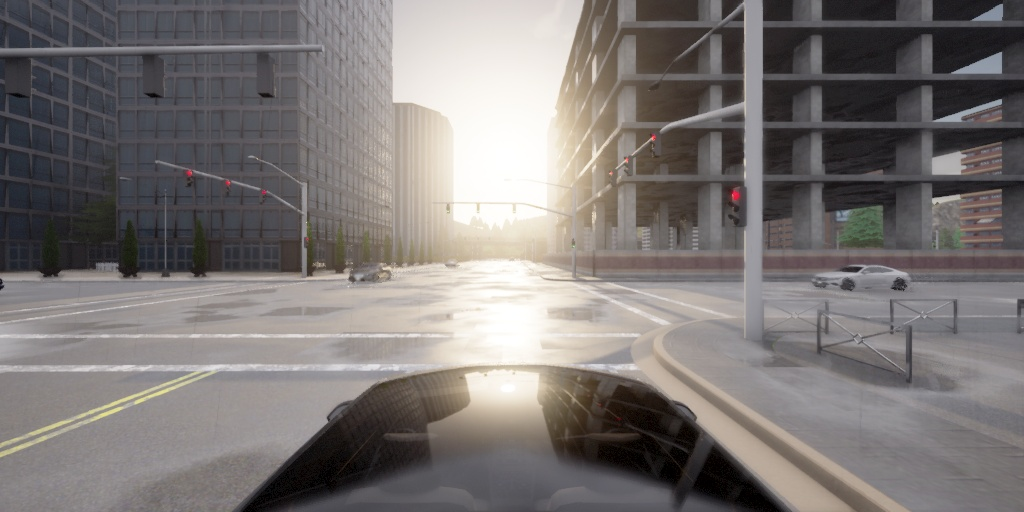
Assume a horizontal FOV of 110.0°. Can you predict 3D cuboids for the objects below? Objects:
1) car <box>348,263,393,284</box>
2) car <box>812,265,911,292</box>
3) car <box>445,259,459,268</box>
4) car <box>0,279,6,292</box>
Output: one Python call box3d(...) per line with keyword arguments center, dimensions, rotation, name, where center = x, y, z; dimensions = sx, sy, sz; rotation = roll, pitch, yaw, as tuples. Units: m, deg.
box3d(center=(-10.508, 1.279, 26.945), dimensions=(2.128, 1.511, 4.902), rotation=(0, 0, 0), name="car")
box3d(center=(19.841, 1.220, 20.419), dimensions=(4.674, 1.442, 1.812), rotation=(0, 0, -1), name="car")
box3d(center=(-10.502, 1.320, 62.810), dimensions=(1.812, 1.442, 4.674), rotation=(0, 1, 0), name="car")
box3d(center=(-26.415, 1.295, 16.263), dimensions=(4.718, 1.301, 1.895), rotation=(0, 0, 0), name="car")
